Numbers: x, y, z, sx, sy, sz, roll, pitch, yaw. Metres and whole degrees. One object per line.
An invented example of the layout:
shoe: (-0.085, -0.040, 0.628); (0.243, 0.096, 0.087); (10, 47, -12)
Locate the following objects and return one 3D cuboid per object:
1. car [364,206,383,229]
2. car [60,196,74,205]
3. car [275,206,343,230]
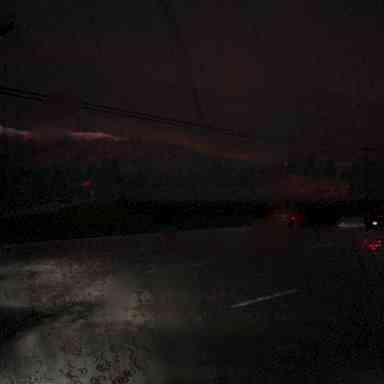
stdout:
car: (13.150, 1.647, 21.734); (4.892, 1.490, 1.837); (0, 0, -36)
car: (-23.809, 1.607, 63.348); (1.837, 1.490, 4.892); (0, 0, -11)
car: (7.909, 1.664, 22.292); (5.357, 1.411, 2.033); (0, 0, -36)
